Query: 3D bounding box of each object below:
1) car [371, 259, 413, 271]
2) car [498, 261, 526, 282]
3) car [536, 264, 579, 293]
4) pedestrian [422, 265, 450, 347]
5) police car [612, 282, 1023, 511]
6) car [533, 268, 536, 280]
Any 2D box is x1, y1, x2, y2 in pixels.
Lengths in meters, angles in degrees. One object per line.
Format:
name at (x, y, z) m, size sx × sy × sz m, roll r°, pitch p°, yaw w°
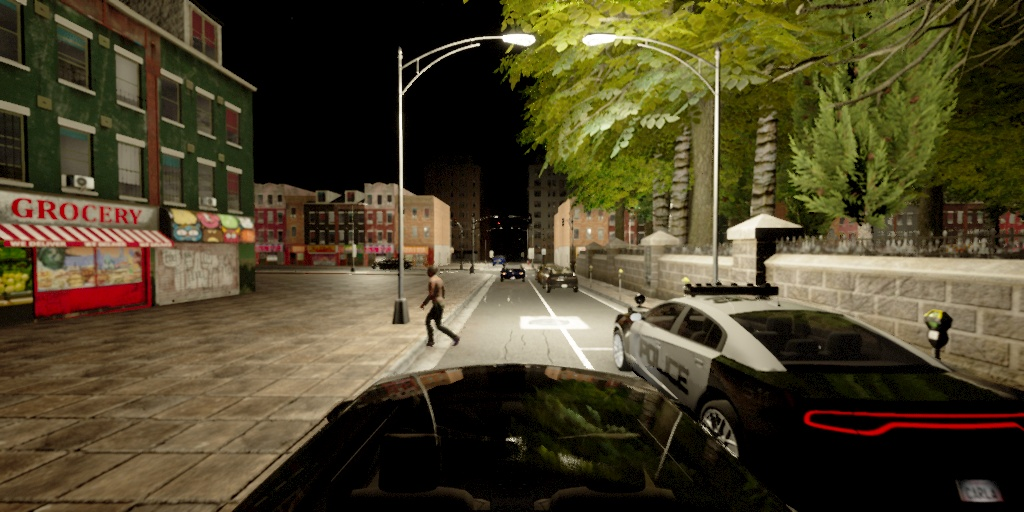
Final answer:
car at (-14.519, 1.052, 43.503) m, size 4.892 × 1.490 × 1.837 m, roll 1°, pitch 1°, yaw 3°
car at (0.076, 1.300, 28.083) m, size 1.895 × 1.301 × 4.718 m, roll 0°, pitch 0°, yaw 0°
car at (2.636, 1.260, 20.142) m, size 2.007 × 1.370 × 4.403 m, roll 0°, pitch 0°, yaw 0°
pedestrian at (-1.620, 1.027, 7.686) m, size 0.375 × 1.860 × 0.375 m, roll -1°, pitch 1°, yaw 0°
police car at (2.750, 1.167, 4.694) m, size 1.930 × 1.638 × 5.238 m, roll 0°, pitch 0°, yaw 0°
car at (2.687, 1.228, 25.304) m, size 1.751 × 1.417 × 4.829 m, roll 0°, pitch 0°, yaw 0°
